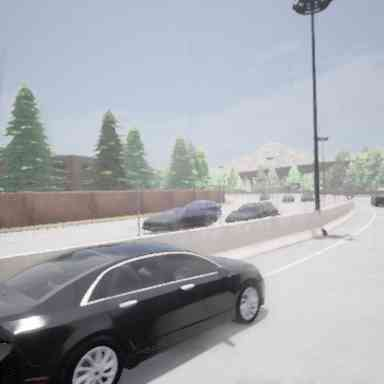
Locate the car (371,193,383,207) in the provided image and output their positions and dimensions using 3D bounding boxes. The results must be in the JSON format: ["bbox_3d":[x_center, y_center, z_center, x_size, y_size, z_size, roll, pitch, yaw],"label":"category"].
[{"bbox_3d":[22.541,0.901,39.503,1.882,1.535,5.008,-1,0,21],"label":"car"}]

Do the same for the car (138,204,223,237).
[{"bbox_3d":[-0.502,1.570,19.845,2.033,1.411,5.357,-1,0,38],"label":"car"}]

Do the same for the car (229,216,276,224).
[{"bbox_3d":[3.715,1.417,19.727,1.837,1.490,4.892,-1,0,35],"label":"car"}]

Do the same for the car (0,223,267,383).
[{"bbox_3d":[-0.700,1.532,5.167,1.837,1.490,4.892,-2,0,44],"label":"car"}]
